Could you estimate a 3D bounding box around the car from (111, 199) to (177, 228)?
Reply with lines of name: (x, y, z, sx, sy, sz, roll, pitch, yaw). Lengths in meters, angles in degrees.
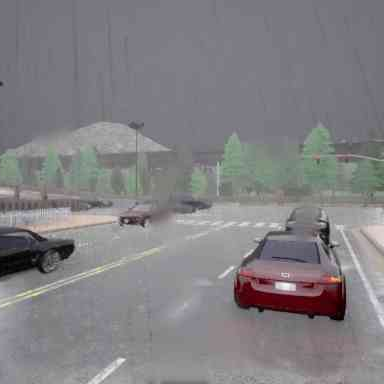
car: (-3.105, 1.515, 22.809, 1.882, 1.535, 5.008, 0, 0, 22)

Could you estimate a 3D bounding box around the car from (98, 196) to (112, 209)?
car: (-12.895, 1.343, 44.983, 4.553, 1.767, 2.097, 0, 0, 20)

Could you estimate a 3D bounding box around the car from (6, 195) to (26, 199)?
car: (-26.354, 1.178, 49.841, 4.674, 1.442, 1.812, 4, 1, 20)

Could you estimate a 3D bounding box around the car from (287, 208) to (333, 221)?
car: (5.537, 1.491, 15.787, 2.128, 1.511, 4.902, 0, 0, 22)

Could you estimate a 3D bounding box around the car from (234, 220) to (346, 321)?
car: (2.288, 1.564, 7.492, 1.994, 1.385, 4.181, 0, 0, 21)

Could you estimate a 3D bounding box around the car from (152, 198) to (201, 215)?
car: (-1.679, 1.564, 33.510, 4.181, 1.385, 1.994, 0, 0, 20)

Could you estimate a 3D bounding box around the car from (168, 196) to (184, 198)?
car: (-3.867, 1.506, 38.015, 4.892, 1.490, 1.837, 0, 0, 20)

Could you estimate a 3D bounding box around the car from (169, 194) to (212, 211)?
car: (-0.376, 1.223, 40.480, 5.566, 2.045, 2.150, 0, 0, 20)

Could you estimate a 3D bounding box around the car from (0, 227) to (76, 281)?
car: (-5.203, 1.601, 8.217, 1.895, 1.301, 4.718, 0, 0, 22)

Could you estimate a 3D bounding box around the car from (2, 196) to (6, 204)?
car: (-26.662, 1.287, 42.510, 4.674, 1.442, 1.812, 2, 1, 20)

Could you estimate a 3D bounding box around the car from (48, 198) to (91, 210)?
car: (-15.521, 1.483, 42.208, 4.902, 1.511, 2.128, 0, 0, 20)

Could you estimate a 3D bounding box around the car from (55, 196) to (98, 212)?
car: (-13.716, 1.486, 37.836, 4.902, 1.511, 2.128, 0, 0, 20)
